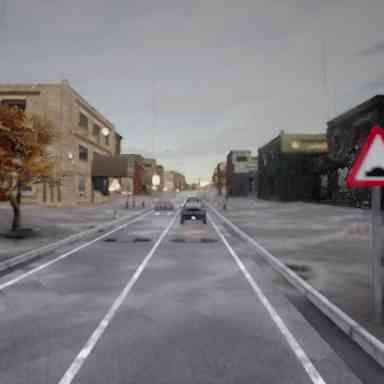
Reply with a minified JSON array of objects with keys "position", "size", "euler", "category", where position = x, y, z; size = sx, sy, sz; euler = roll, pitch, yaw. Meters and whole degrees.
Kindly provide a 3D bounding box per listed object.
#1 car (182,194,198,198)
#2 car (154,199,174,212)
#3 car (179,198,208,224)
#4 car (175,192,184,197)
[{"position":[0.101,1.348,43.353],"size":[2.033,1.649,4.856],"euler":[0,1,0],"category":"car"},{"position":[-3.087,1.505,37.500],"size":[1.994,1.385,4.181],"euler":[0,0,0],"category":"car"},{"position":[0.102,1.484,24.861],"size":[1.837,1.490,4.892],"euler":[0,0,0],"category":"car"},{"position":[-2.991,0.666,79.199],"size":[2.097,1.767,4.553],"euler":[0,0,0],"category":"car"}]
